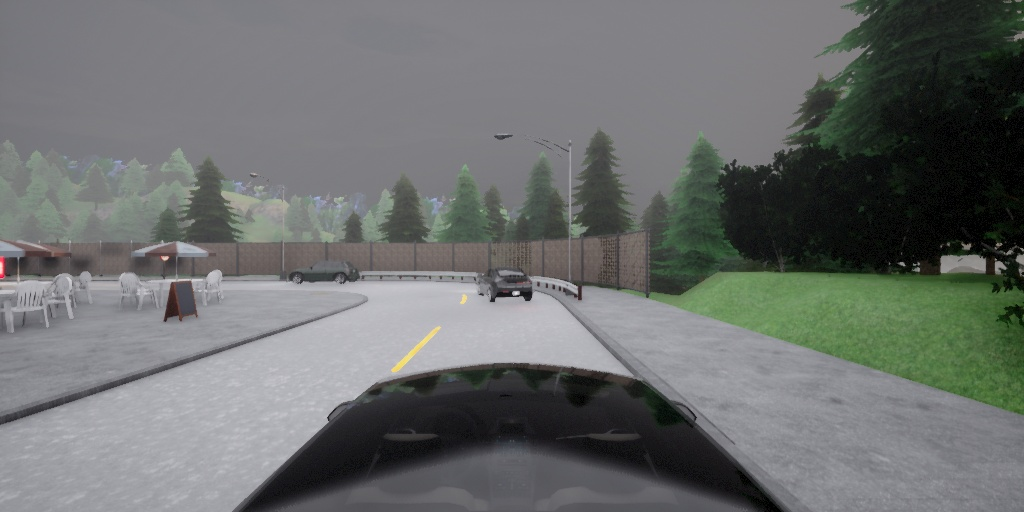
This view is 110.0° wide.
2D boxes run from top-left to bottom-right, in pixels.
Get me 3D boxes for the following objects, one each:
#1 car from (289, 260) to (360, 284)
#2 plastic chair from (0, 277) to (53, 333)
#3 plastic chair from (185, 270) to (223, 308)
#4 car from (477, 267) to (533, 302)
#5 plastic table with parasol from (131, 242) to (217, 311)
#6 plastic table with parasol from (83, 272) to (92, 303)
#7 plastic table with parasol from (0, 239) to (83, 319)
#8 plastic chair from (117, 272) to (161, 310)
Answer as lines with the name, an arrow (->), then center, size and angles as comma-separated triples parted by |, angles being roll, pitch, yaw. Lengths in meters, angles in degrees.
car -> -13.625, 1.116, 26.079 | 4.553, 1.767, 2.097 | 0, 0, 0
plastic chair -> -12.839, 1.278, 9.319 | 0.730, 1.272, 0.750 | 0, 0, 0
plastic chair -> -12.120, 1.278, 14.149 | 0.730, 1.272, 0.750 | 0, 0, 0
car -> -0.438, 1.268, 16.971 | 1.837, 1.490, 4.892 | 0, 0, -15
plastic table with parasol -> -13.370, 0.674, 14.299 | 2.482, 2.480, 2.482 | 0, 0, 0
plastic table with parasol -> -17.680, 0.674, 12.839 | 2.482, 2.480, 2.482 | 0, 0, 0
plastic table with parasol -> -14.089, 0.674, 9.439 | 2.482, 2.480, 2.482 | 0, 0, 0
plastic chair -> -13.530, 1.278, 12.989 | 0.750, 1.272, 0.730 | 0, 0, 0
